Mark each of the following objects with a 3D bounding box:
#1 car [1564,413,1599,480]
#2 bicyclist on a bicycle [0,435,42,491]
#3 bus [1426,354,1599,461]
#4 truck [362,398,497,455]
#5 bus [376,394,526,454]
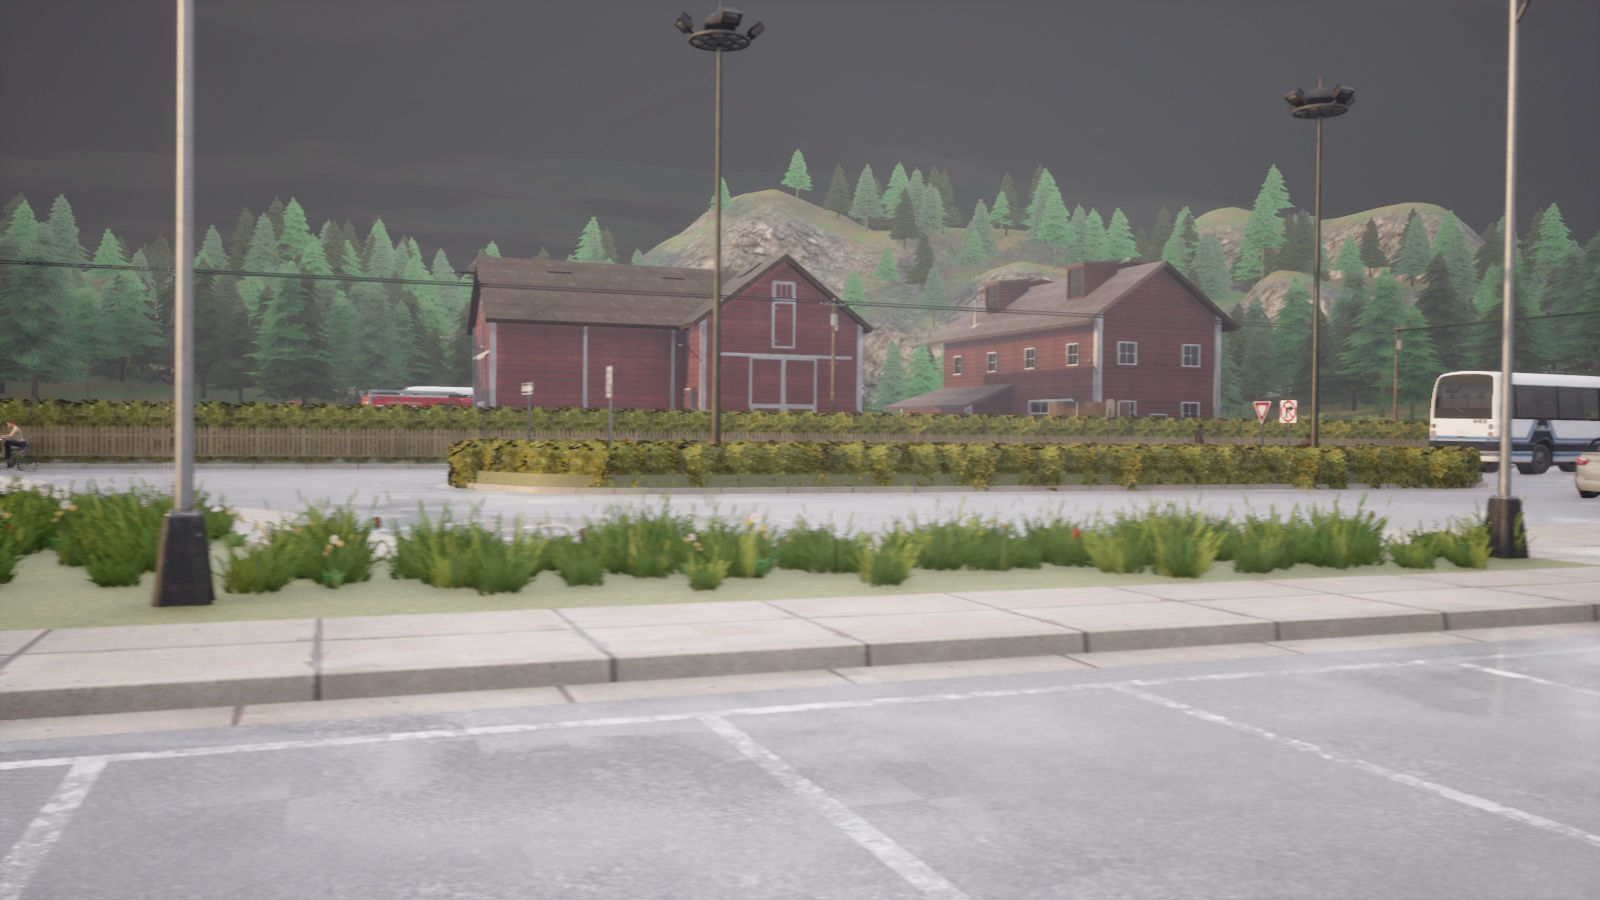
[{"bbox_3d":[22.009,-0.115,31.938,4.611,1.667,2.242,-1,1,-25],"label":"car"},{"bbox_3d":[-23.444,0.383,37.201,1.509,1.612,0.866,-1,1,-19],"label":"bicyclist on a bicycle"},{"bbox_3d":[32.356,-1.808,54.033,10.273,4.253,3.944,-1,2,-23],"label":"bus"},{"bbox_3d":[-25.862,-1.655,87.856,8.468,3.827,2.891,-1,1,-34],"label":"truck"},{"bbox_3d":[-25.691,-1.944,92.375,10.273,4.253,3.944,-1,1,-20],"label":"bus"}]
